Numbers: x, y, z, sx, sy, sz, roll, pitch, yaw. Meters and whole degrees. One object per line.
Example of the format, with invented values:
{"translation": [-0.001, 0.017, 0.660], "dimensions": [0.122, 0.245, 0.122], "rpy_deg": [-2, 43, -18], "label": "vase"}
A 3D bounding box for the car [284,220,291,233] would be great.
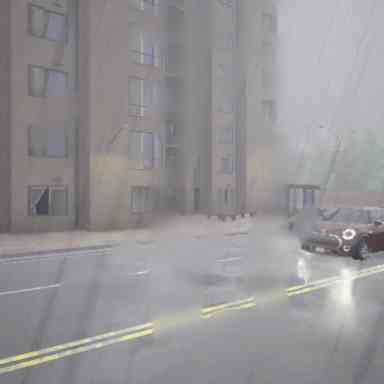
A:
{"translation": [7.231, 1.547, 17.395], "dimensions": [5.357, 1.411, 2.033], "rpy_deg": [0, 0, -34], "label": "car"}

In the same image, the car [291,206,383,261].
{"translation": [6.146, 1.353, 12.423], "dimensions": [4.553, 1.767, 2.097], "rpy_deg": [0, 0, -35], "label": "car"}
